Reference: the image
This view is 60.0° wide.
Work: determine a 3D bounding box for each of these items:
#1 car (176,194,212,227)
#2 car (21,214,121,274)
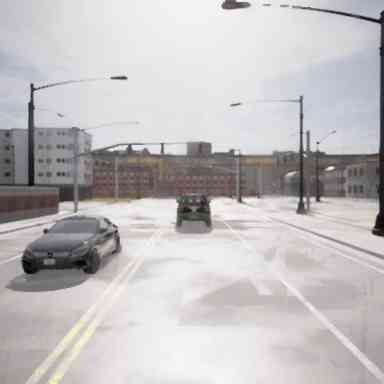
[{"bbox_3d":[0.113,1.122,21.998,2.150,2.045,5.566,0,0,0],"label":"car"},{"bbox_3d":[-3.508,1.477,10.551,1.812,1.442,4.674,0,0,0],"label":"car"}]
